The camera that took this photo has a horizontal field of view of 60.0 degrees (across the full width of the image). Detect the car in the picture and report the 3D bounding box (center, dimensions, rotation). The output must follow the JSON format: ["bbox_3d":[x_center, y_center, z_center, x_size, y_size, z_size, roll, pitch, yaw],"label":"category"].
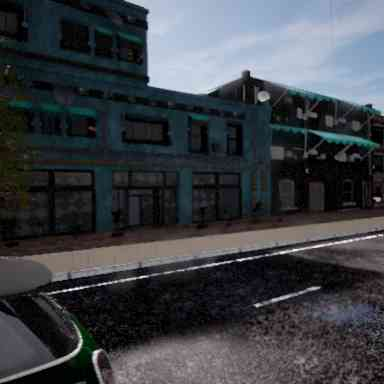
[{"bbox_3d":[-2.718,1.365,1.747,4.553,1.767,2.097,-1,0,-36],"label":"car"}]
